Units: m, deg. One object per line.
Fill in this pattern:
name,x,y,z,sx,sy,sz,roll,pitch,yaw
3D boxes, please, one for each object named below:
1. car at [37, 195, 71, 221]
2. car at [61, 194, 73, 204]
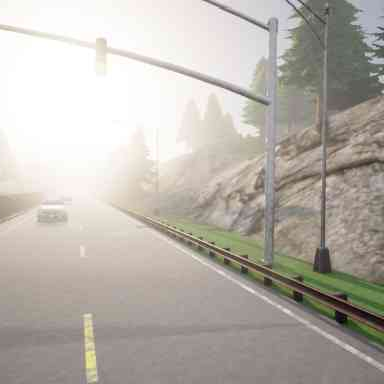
car,-9.730,1.205,23.418,1.812,1.442,4.674,1,1,-19
car,-18.098,0.893,47.700,1.895,1.301,4.718,1,0,-19
